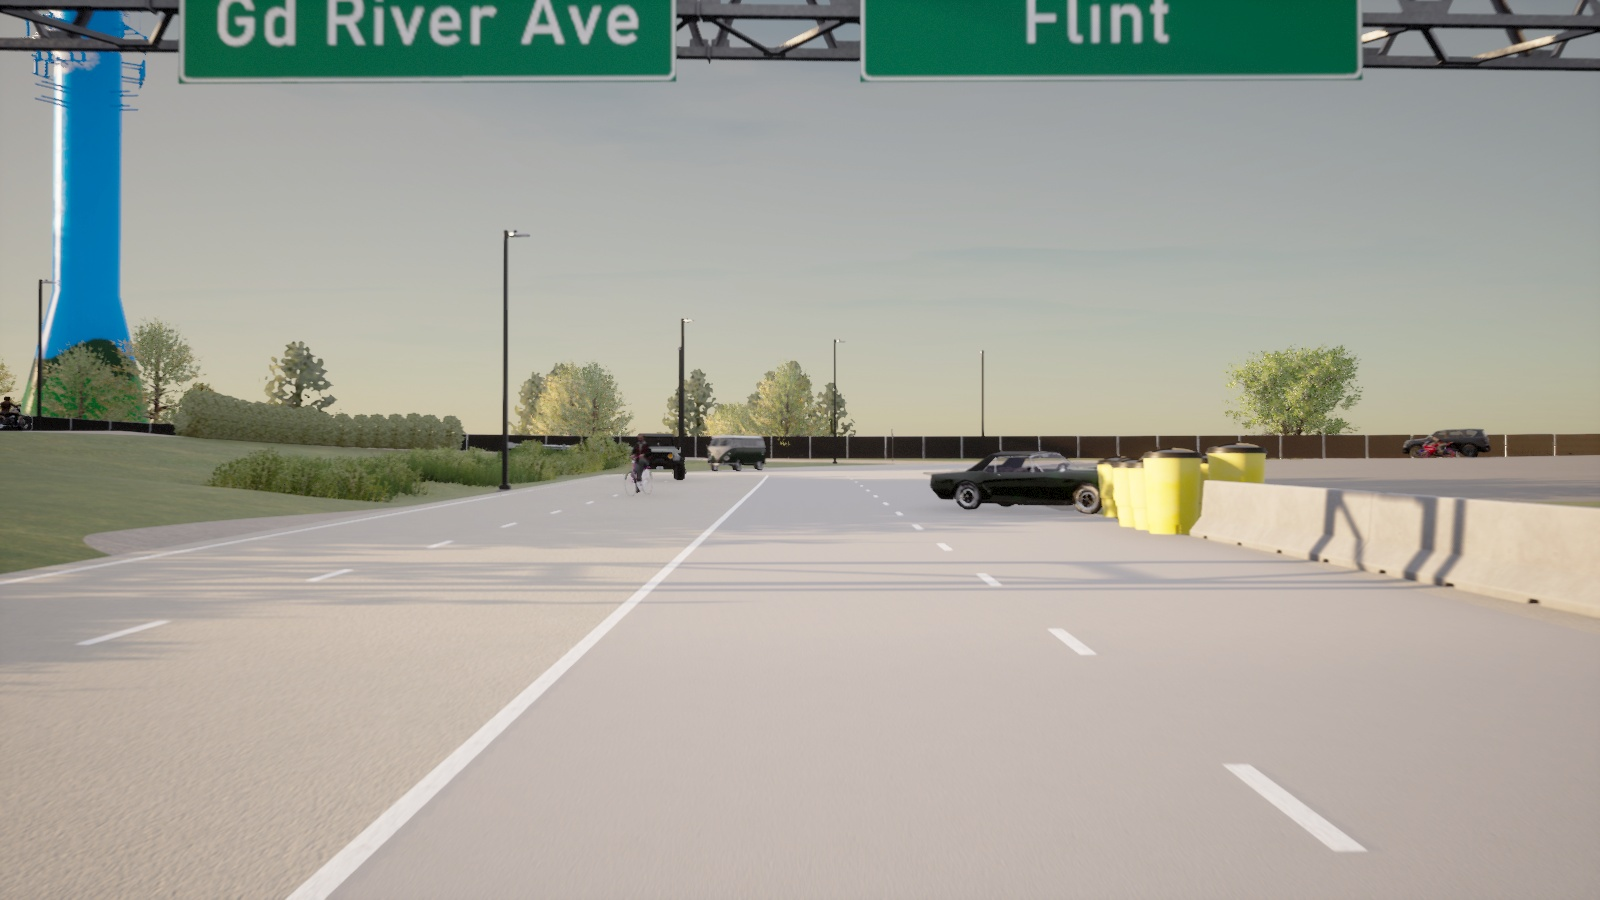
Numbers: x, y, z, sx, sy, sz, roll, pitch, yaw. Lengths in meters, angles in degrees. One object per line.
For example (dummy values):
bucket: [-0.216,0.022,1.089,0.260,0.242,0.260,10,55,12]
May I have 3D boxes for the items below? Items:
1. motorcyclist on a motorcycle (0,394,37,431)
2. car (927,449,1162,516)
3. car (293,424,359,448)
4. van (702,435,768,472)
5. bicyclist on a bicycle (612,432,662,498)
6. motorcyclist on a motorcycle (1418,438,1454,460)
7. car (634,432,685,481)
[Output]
motorcyclist on a motorcycle: [-36.235,-1.721,57.727,0.766,1.649,2.350,0,1,3]
car: [5.324,0.690,27.726,4.718,1.301,1.895,-1,1,39]
car: [-32.929,-0.963,87.313,1.970,1.475,3.806,-1,-2,37]
van: [-3.556,0.182,69.559,1.775,1.987,4.442,0,0,25]
bicyclist on a bicycle: [-4.524,0.412,34.945,0.659,1.776,1.843,-1,0,17]
motorcyclist on a motorcycle: [43.693,-0.048,86.290,2.191,1.530,0.866,0,-1,30]
car: [-5.697,0.245,50.619,1.905,1.878,3.866,0,0,-9]
